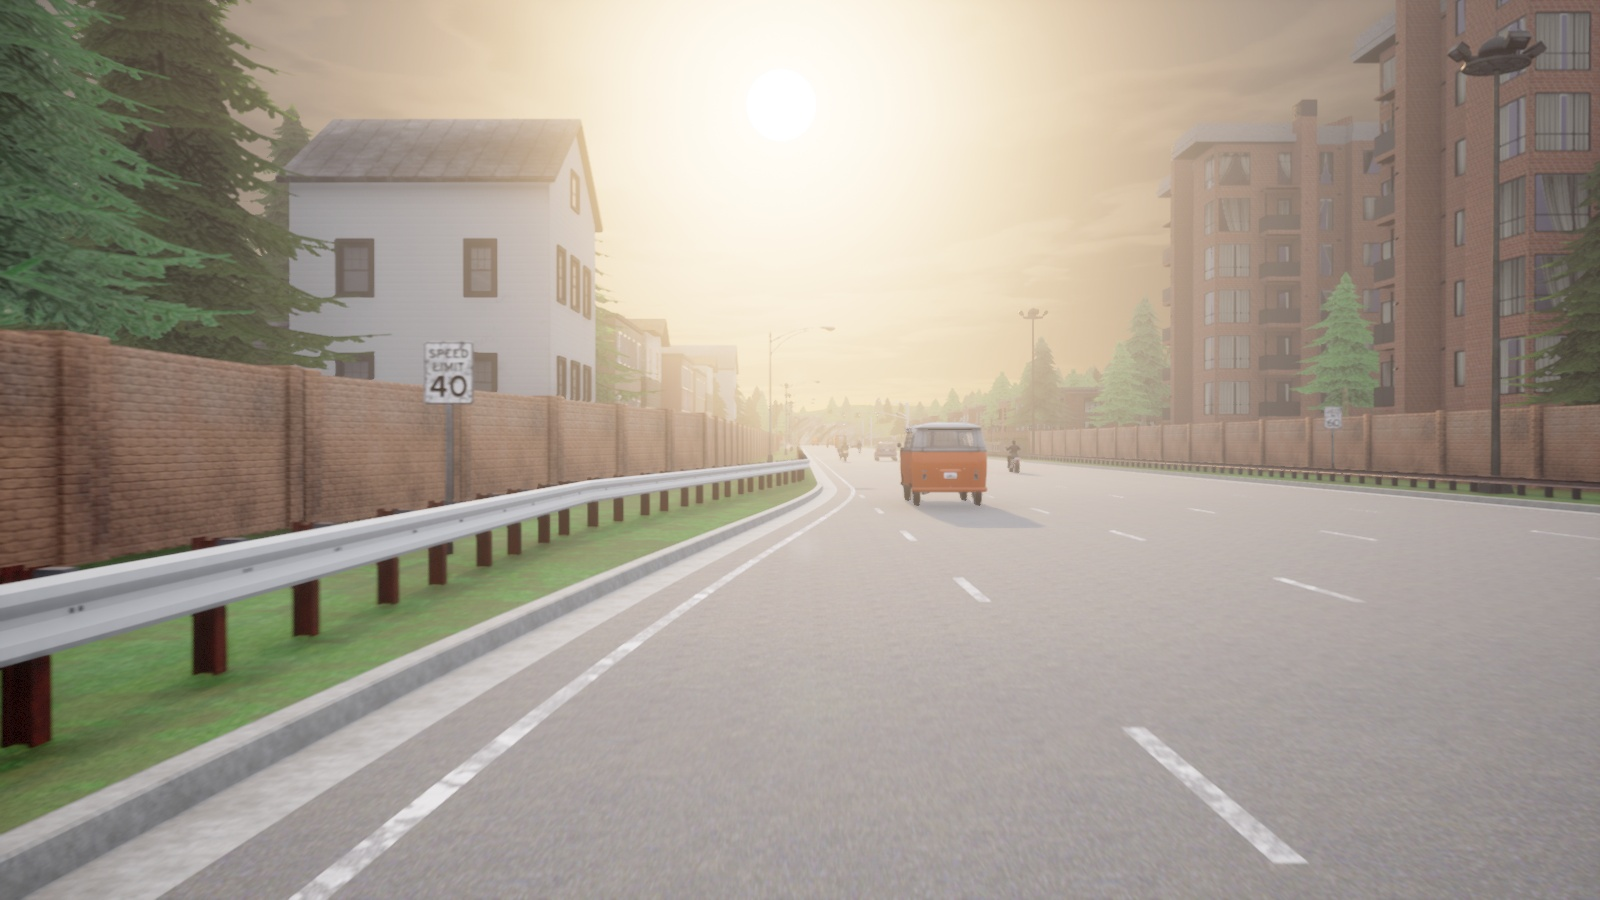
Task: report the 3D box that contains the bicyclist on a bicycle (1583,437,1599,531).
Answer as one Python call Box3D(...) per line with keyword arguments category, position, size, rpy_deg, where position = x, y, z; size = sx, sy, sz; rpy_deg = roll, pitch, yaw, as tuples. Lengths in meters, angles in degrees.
Box3D(category="bicyclist on a bicycle", position=(13.971, 0.584, 21.118), size=(0.582, 1.620, 1.656), rpy_deg=(0, 0, 0))

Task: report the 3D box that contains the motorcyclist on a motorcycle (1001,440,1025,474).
Box3D(category="motorcyclist on a motorcycle", position=(10.429, 0.333, 61.528), size=(0.766, 1.649, 2.350), rpy_deg=(0, 0, 0))

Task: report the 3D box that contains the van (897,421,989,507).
Box3D(category="van", position=(3.460, 0.314, 31.095), size=(1.775, 1.987, 4.442), rpy_deg=(0, 0, 0))
